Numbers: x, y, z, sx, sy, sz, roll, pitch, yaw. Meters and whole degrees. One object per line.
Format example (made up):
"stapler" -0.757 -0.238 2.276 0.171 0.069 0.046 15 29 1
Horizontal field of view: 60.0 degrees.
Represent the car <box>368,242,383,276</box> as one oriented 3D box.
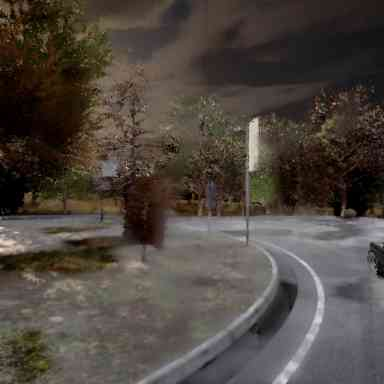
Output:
"car" 5.523 1.669 7.678 1.895 1.301 4.718 0 0 17
